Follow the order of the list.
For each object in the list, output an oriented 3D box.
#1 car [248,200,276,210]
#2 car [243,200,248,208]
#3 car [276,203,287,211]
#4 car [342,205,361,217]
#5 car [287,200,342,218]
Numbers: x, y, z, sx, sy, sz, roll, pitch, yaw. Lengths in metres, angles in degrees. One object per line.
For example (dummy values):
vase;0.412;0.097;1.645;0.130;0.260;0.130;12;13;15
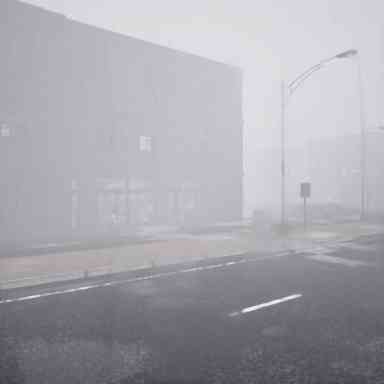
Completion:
car;10.787;1.900;48.949;1.802;1.307;4.206;-2;0;-36
car;7.565;1.962;53.449;1.802;1.307;4.206;-2;0;-36
car;14.009;1.806;44.448;2.008;1.369;4.403;-2;0;-36
car;14.317;1.762;34.088;2.033;1.411;5.357;-1;0;-36
car;11.954;1.811;32.715;1.947;1.339;4.313;-2;0;-36
